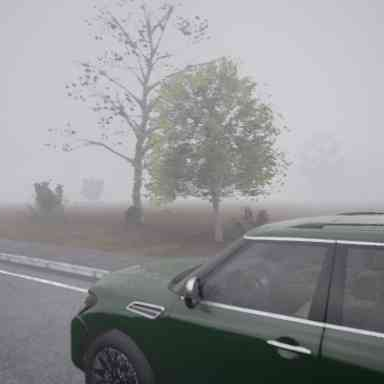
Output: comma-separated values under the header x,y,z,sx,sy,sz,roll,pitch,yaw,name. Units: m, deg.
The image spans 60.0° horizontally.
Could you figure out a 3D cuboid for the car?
x,y,z,sx,sy,sz,roll,pitch,yaw,name
1.312,1.213,2.959,5.566,2.045,2.150,0,0,35,car
